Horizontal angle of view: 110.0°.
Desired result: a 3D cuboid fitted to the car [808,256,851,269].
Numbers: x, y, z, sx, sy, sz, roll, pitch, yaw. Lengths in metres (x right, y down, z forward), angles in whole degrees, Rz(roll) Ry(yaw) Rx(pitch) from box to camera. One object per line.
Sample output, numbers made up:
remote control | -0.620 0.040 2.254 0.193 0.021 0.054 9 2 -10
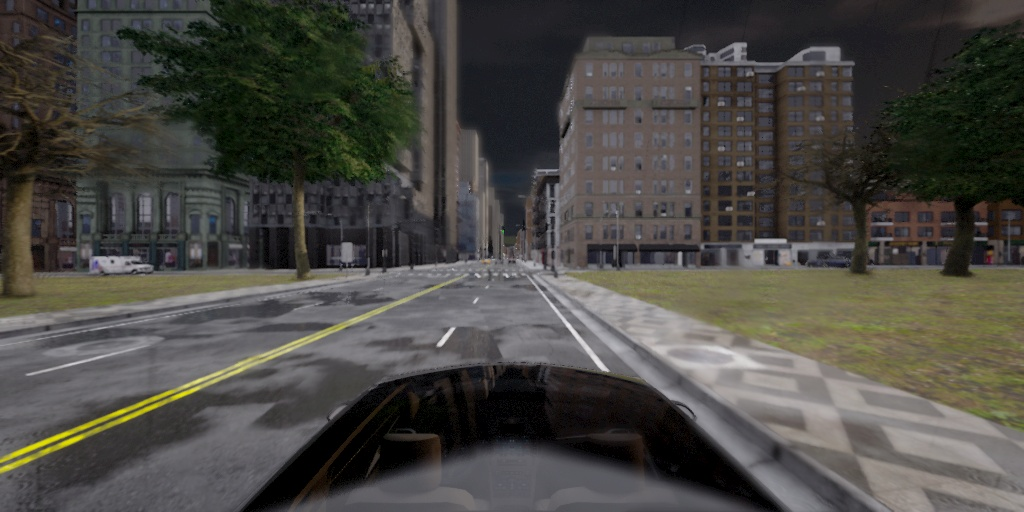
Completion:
car | 42.064 0.804 47.580 4.553 1.767 2.097 0 0 1
